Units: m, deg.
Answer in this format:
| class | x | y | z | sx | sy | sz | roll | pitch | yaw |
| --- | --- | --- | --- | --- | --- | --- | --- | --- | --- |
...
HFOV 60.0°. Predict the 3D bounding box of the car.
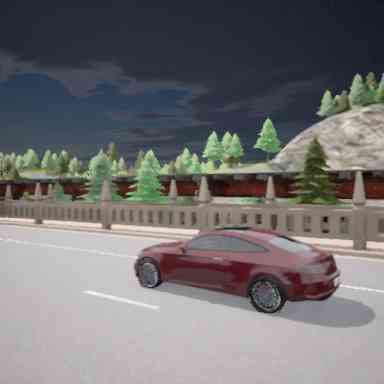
| class | x | y | z | sx | sy | sz | roll | pitch | yaw |
| --- | --- | --- | --- | --- | --- | --- | --- | --- | --- |
| car | 0.779 | 1.501 | 7.495 | 4.674 | 1.442 | 1.812 | 0 | 0 | 34 |
